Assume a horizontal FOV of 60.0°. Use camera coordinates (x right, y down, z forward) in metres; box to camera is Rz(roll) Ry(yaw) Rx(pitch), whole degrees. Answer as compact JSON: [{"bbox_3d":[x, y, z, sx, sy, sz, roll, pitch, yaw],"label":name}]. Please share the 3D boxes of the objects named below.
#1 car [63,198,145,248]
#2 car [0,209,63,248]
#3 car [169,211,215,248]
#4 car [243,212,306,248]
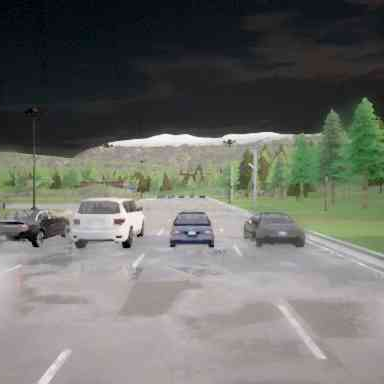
[{"bbox_3d":[-3.500,1.255,14.822,2.150,2.045,5.566,0,0,0],"label":"car"},{"bbox_3d":[-7.000,1.492,14.792,2.128,1.511,4.902,0,0,0],"label":"car"},{"bbox_3d":[0.000,1.560,14.792,2.033,1.411,5.357,0,0,0],"label":"car"},{"bbox_3d":[3.500,1.570,14.792,1.994,1.385,4.181,0,0,0],"label":"car"}]
